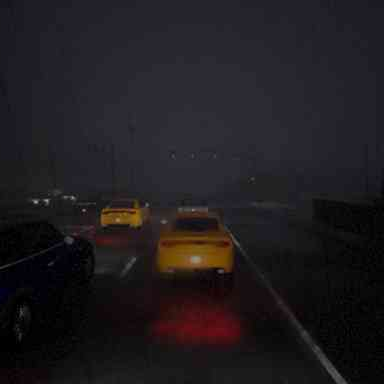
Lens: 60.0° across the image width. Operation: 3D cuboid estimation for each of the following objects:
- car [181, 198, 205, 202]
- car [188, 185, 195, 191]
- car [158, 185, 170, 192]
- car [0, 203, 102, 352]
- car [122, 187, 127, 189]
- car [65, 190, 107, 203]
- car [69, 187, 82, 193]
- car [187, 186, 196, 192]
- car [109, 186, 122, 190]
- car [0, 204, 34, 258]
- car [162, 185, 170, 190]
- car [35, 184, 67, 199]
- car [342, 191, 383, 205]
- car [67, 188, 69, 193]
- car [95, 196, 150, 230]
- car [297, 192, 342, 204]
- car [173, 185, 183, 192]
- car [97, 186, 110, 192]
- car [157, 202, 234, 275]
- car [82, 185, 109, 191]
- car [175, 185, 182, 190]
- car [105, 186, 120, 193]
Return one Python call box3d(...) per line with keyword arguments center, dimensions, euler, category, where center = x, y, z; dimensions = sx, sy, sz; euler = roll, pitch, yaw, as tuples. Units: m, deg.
box3d(center=(0.059, 1.062, 22.212), dimensions=(1.895, 1.301, 4.718), euler=(0, 2, 0), category="car")
box3d(center=(-0.172, -1.072, 91.574), dimensions=(2.033, 1.411, 5.357), euler=(0, 2, 0), category="car")
box3d(center=(-7.152, -0.788, 81.148), dimensions=(2.128, 1.511, 4.902), euler=(0, 2, 0), category="car")
box3d(center=(-3.414, 1.275, 6.254), dimensions=(2.097, 1.767, 4.553), euler=(0, 1, 0), category="car")
box3d(center=(-14.128, -0.323, 68.357), dimensions=(1.895, 1.301, 4.718), euler=(0, 2, 0), category="car")
box3d(center=(-6.944, 0.905, 23.818), dimensions=(2.128, 1.511, 4.902), euler=(0, 2, 0), category="car")
box3d(center=(-17.668, 0.042, 53.807), dimensions=(1.812, 1.442, 4.674), euler=(0, 2, 0), category="car")
box3d(center=(-0.153, -0.790, 81.621), dimensions=(2.128, 1.511, 4.902), euler=(0, 2, 0), category="car")
box3d(center=(-14.155, -0.143, 58.383), dimensions=(1.882, 1.535, 5.008), euler=(0, 2, 0), category="car")
box3d(center=(-6.920, 1.294, 10.070), dimensions=(1.882, 1.535, 5.008), euler=(0, 2, 0), category="car")
box3d(center=(-7.172, -1.223, 91.560), dimensions=(1.837, 1.490, 4.892), euler=(0, 2, 0), category="car")
box3d(center=(-21.173, -0.135, 49.562), dimensions=(2.150, 2.045, 5.566), euler=(0, 2, 0), category="car")
box3d(center=(17.887, 0.640, 32.679), dimensions=(4.902, 1.511, 2.128), euler=(0, 2, 2), category="car")
box3d(center=(-21.124, -0.160, 59.420), dimensions=(2.128, 1.511, 4.902), euler=(0, 2, 0), category="car")
box3d(center=(-3.432, 1.067, 17.905), dimensions=(1.882, 1.535, 5.008), euler=(0, 2, 0), category="car")
box3d(center=(14.049, 0.640, 36.328), dimensions=(4.718, 1.301, 1.895), euler=(0, 2, 2), category="car")
box3d(center=(-3.652, -0.838, 81.153), dimensions=(1.882, 1.535, 5.008), euler=(0, 2, 0), category="car")
box3d(center=(-21.149, -0.731, 79.533), dimensions=(1.812, 1.442, 4.674), euler=(0, 2, 0), category="car")
box3d(center=(0.080, 1.301, 9.908), dimensions=(1.882, 1.535, 5.008), euler=(0, 2, 0), category="car")
box3d(center=(-14.143, 0.163, 49.070), dimensions=(1.837, 1.490, 4.892), euler=(0, 2, -1), category="car")
box3d(center=(-3.672, -1.223, 91.567), dimensions=(1.837, 1.490, 4.892), euler=(0, 2, 0), category="car")
box3d(center=(-17.639, -0.561, 73.958), dimensions=(2.128, 1.511, 4.902), euler=(0, 2, 0), category="car")
